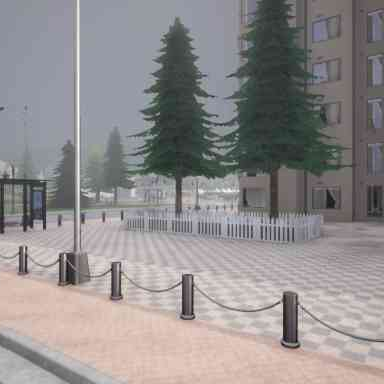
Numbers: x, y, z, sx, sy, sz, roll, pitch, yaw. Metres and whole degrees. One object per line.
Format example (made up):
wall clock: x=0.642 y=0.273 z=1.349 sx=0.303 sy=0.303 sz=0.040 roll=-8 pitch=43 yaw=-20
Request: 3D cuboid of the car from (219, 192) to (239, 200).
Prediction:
car: x=9.665 y=1.374 z=84.659 sx=3.633 sy=1.501 sz=1.845 roll=0 pitch=0 yaw=35

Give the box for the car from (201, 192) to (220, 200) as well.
car: x=5.307 y=1.384 z=91.364 sx=3.806 sy=1.475 sz=1.970 roll=0 pitch=0 yaw=35
